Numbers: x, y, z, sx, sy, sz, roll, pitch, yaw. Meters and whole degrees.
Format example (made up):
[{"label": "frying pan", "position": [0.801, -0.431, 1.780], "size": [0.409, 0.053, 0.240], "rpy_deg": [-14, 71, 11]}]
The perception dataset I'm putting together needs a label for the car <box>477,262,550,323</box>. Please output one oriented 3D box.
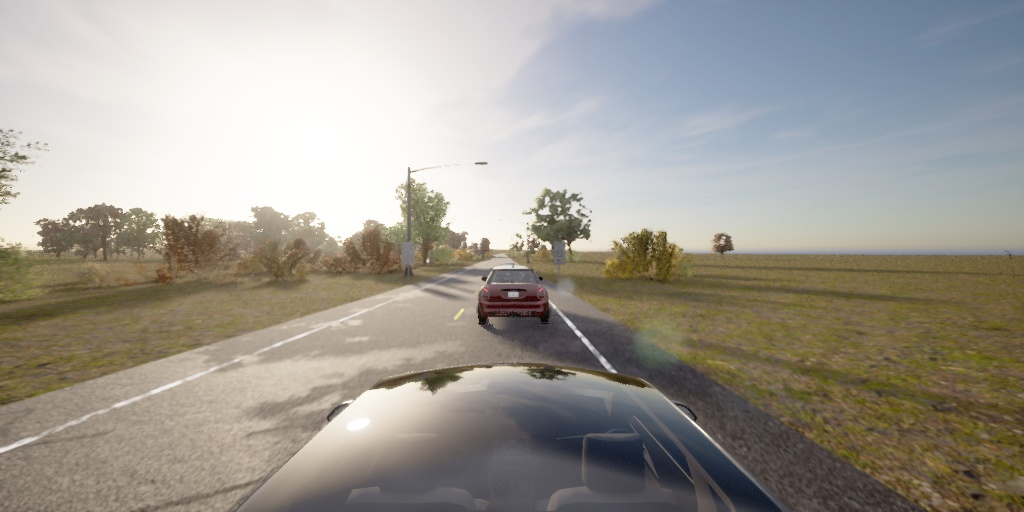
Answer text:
[{"label": "car", "position": [0.018, 1.098, 12.187], "size": [2.097, 1.767, 4.553], "rpy_deg": [0, 0, -1]}]
